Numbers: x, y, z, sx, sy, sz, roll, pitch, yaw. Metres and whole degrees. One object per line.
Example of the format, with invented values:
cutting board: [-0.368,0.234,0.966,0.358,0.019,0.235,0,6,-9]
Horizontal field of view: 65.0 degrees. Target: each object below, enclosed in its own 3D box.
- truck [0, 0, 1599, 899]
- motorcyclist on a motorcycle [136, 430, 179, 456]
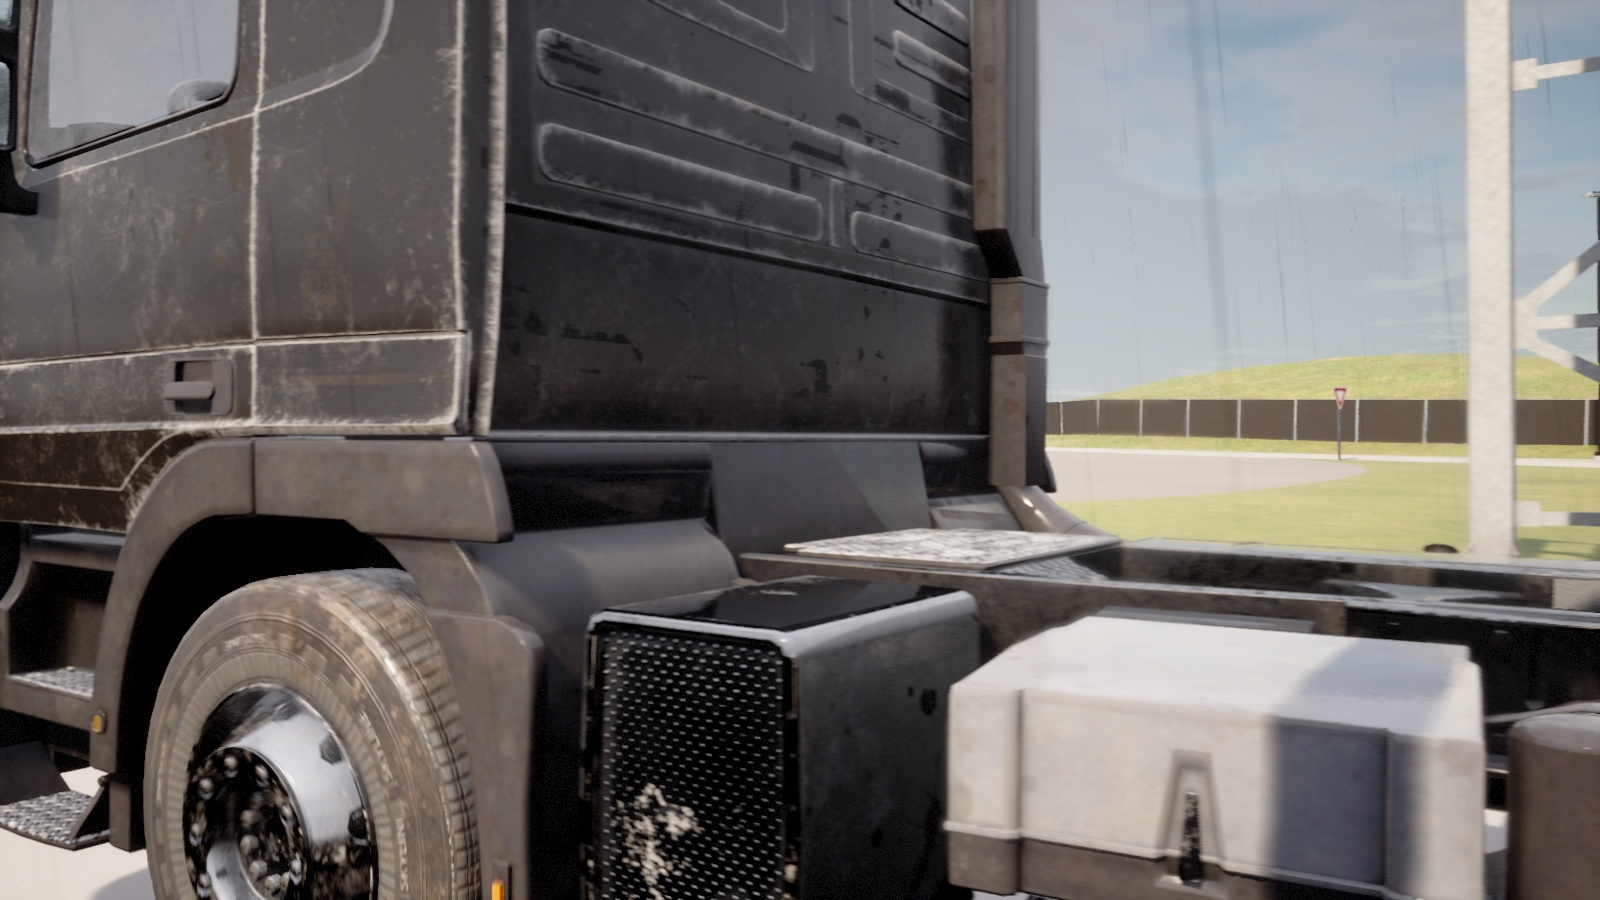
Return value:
truck: [1.501,-0.299,2.607,7.936,3.462,2.891,0,1,34]
motorcyclist on a motorcycle: [-38.174,-0.411,74.612,2.191,1.530,0.866,-1,1,-30]
